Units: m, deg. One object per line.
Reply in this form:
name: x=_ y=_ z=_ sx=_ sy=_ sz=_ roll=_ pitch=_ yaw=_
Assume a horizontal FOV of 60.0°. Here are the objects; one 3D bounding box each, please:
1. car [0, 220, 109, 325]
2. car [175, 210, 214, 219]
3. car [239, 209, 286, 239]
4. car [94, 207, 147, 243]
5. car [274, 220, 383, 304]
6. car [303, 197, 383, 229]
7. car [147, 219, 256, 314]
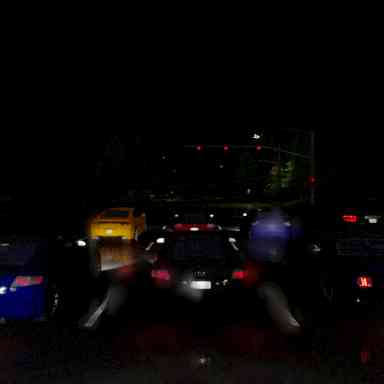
car: x=-3.397 y=1.564 z=7.252 sx=1.994 sy=1.385 sz=4.181 roll=0 pitch=0 yaw=0
car: x=0.104 y=1.564 z=16.117 sx=1.994 sy=1.385 sz=4.181 roll=0 pitch=0 yaw=0
car: x=3.604 y=1.564 z=16.822 sx=1.994 sy=1.385 sz=4.181 roll=0 pitch=0 yaw=0
car: x=-3.397 y=1.478 z=16.183 sx=1.882 sy=1.535 sz=5.008 roll=0 pitch=0 yaw=0
car: x=3.602 y=1.601 z=8.065 sx=1.895 sy=1.301 sz=4.718 roll=0 pitch=0 yaw=0
car: x=7.104 y=1.222 z=15.747 sx=2.150 sy=2.045 sz=5.566 roll=0 pitch=0 yaw=0
car: x=0.116 y=1.564 z=7.713 sx=1.994 sy=1.385 sz=4.181 roll=0 pitch=0 yaw=-1
